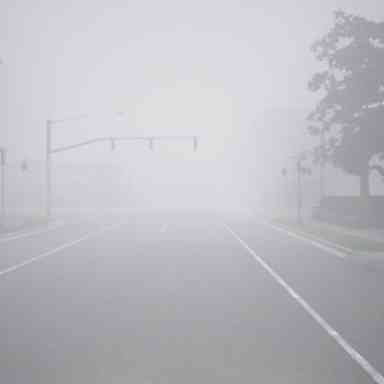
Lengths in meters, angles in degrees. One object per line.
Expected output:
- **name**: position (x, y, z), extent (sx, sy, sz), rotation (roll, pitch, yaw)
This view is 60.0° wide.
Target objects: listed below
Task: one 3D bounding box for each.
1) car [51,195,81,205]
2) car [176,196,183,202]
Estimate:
- **car**: position (-23.308, 1.465, 60.204), extent (4.611, 1.667, 2.242), rotation (0, 0, 1)
- **car**: position (-3.265, 1.788, 87.873), extent (2.033, 1.411, 5.357), rotation (0, 0, 0)
